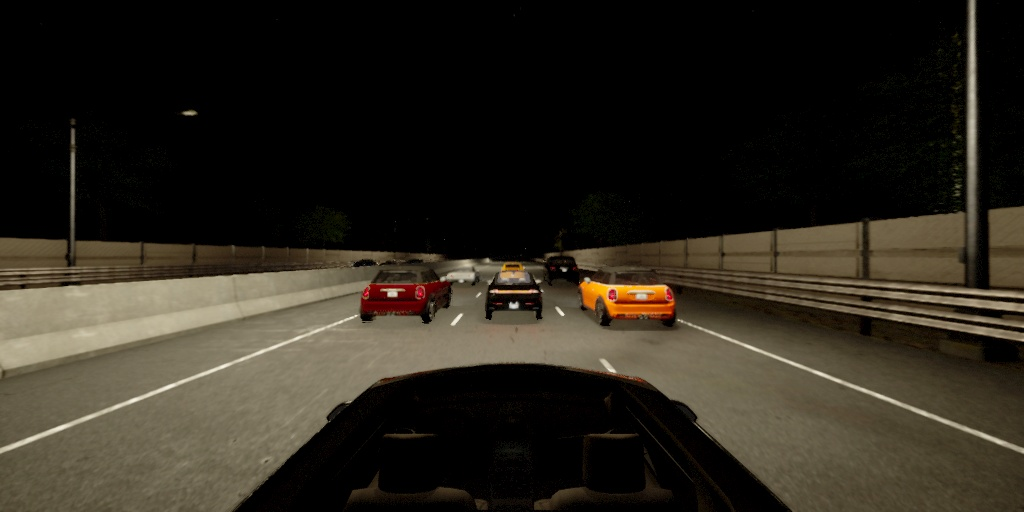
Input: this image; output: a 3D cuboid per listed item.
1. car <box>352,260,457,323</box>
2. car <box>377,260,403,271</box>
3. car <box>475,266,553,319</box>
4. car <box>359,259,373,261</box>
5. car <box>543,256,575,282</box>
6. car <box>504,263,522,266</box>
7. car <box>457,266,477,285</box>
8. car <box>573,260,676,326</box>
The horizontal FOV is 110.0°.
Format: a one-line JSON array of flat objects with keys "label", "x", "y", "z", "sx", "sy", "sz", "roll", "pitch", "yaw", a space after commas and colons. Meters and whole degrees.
[{"label": "car", "x": -3.433, "y": 1.128, "z": 12.464, "sx": 2.097, "sy": 1.767, "sz": 4.553, "roll": 0, "pitch": 0, "yaw": 0}, {"label": "car", "x": -17.558, "y": 1.359, "z": 51.929, "sx": 2.128, "sy": 1.511, "sz": 4.902, "roll": 0, "pitch": 0, "yaw": 0}, {"label": "car", "x": 0.069, "y": 1.270, "z": 12.961, "sx": 2.128, "sy": 1.511, "sz": 4.902, "roll": 0, "pitch": 0, "yaw": 0}, {"label": "car", "x": -21.057, "y": 1.219, "z": 51.282, "sx": 2.097, "sy": 1.767, "sz": 4.553, "roll": 0, "pitch": 0, "yaw": 0}, {"label": "car", "x": 3.566, "y": 1.034, "z": 26.779, "sx": 2.150, "sy": 2.045, "sz": 5.566, "roll": 0, "pitch": 0, "yaw": 1}, {"label": "car", "x": 0.078, "y": 1.294, "z": 29.458, "sx": 1.882, "sy": 1.535, "sz": 5.008, "roll": 0, "pitch": 0, "yaw": 0}, {"label": "car", "x": -3.437, "y": 1.410, "z": 26.538, "sx": 1.895, "sy": 1.301, "sz": 4.718, "roll": 0, "pitch": 0, "yaw": 0}, {"label": "car", "x": 3.564, "y": 1.129, "z": 11.975, "sx": 2.097, "sy": 1.767, "sz": 4.553, "roll": 0, "pitch": 0, "yaw": 0}]
